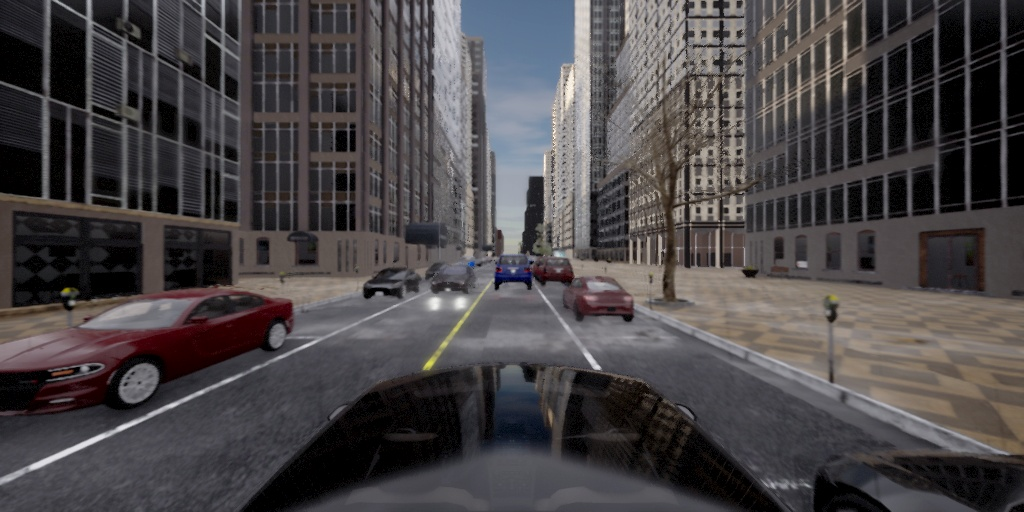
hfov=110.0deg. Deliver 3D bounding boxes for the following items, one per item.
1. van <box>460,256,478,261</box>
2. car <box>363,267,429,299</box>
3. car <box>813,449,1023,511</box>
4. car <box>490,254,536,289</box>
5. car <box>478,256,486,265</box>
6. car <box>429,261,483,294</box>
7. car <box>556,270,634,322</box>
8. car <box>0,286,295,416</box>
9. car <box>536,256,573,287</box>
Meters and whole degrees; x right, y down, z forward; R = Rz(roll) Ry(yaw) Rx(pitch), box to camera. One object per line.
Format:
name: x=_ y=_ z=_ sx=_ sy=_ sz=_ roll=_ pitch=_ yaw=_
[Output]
van: x=-5.671 y=0.868 z=45.971 sx=1.690 sy=1.789 sz=3.998 roll=0 pitch=0 yaw=0
car: x=-5.685 y=1.234 z=17.525 sx=1.948 sy=1.339 sz=4.313 roll=0 pitch=0 yaw=0
car: x=2.755 y=1.324 z=0.437 sx=1.948 sy=1.339 sz=4.313 roll=0 pitch=0 yaw=0
car: x=0.086 y=0.872 z=21.963 sx=2.150 sy=2.045 sz=5.566 roll=0 pitch=1 yaw=1
car: x=-5.667 y=1.037 z=57.349 sx=1.948 sy=1.339 sz=4.313 roll=0 pitch=0 yaw=0
car: x=-3.010 y=1.207 z=19.583 sx=2.033 sy=1.411 sz=5.357 roll=0 pitch=0 yaw=0
car: x=2.694 y=1.283 z=11.814 sx=1.802 sy=1.307 sz=4.207 roll=0 pitch=0 yaw=0
car: x=-5.698 y=1.270 z=6.149 sx=1.888 sy=1.381 sz=4.507 roll=0 pitch=0 yaw=0
car: x=2.699 y=0.959 z=23.191 sx=2.192 sy=1.841 sz=5.009 roll=0 pitch=0 yaw=0
